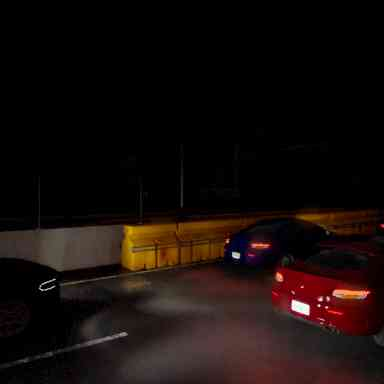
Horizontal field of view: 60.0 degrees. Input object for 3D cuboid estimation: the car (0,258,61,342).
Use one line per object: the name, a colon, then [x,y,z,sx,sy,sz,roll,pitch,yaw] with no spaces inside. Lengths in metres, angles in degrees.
car: [-4.560,1.478,4.792,5.008,1.535,1.882,0,0,-35]

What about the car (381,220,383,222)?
car: [10.853,1.547,15.784,5.357,1.411,2.033,0,0,-36]

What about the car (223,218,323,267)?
car: [3.052,1.526,10.226,4.674,1.442,1.812,0,0,-35]

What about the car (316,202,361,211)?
car: [13.575,1.601,30.886,4.718,1.301,1.895,0,0,-36]

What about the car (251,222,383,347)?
car: [3.451,1.526,6.217,4.674,1.442,1.812,0,0,-36]
